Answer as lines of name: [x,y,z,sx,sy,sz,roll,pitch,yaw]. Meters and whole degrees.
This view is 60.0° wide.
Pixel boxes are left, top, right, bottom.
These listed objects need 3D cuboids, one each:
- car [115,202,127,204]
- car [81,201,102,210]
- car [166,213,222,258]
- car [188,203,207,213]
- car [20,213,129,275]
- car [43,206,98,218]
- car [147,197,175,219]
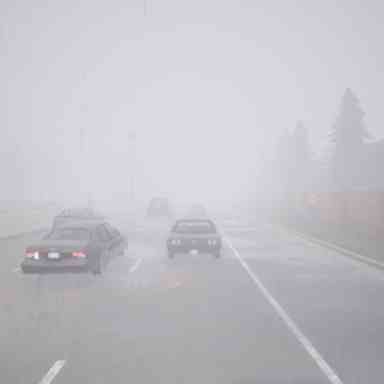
car: [-12.818,1.899,59.855,2.150,2.045,5.566,0,-1,2]
car: [-16.469,2.124,54.516,1.895,1.301,4.718,0,-1,2]
car: [0.093,1.727,13.327,1.895,1.301,4.718,0,-1,1]
car: [0.639,1.903,36.066,1.994,1.385,4.181,0,0,2]
car: [-3.431,1.653,10.795,2.033,1.411,5.357,0,-1,0]
car: [-6.770,1.690,20.386,2.128,1.511,4.902,0,0,1]
car: [-2.979,1.529,32.329,2.150,2.045,5.566,0,0,2]
